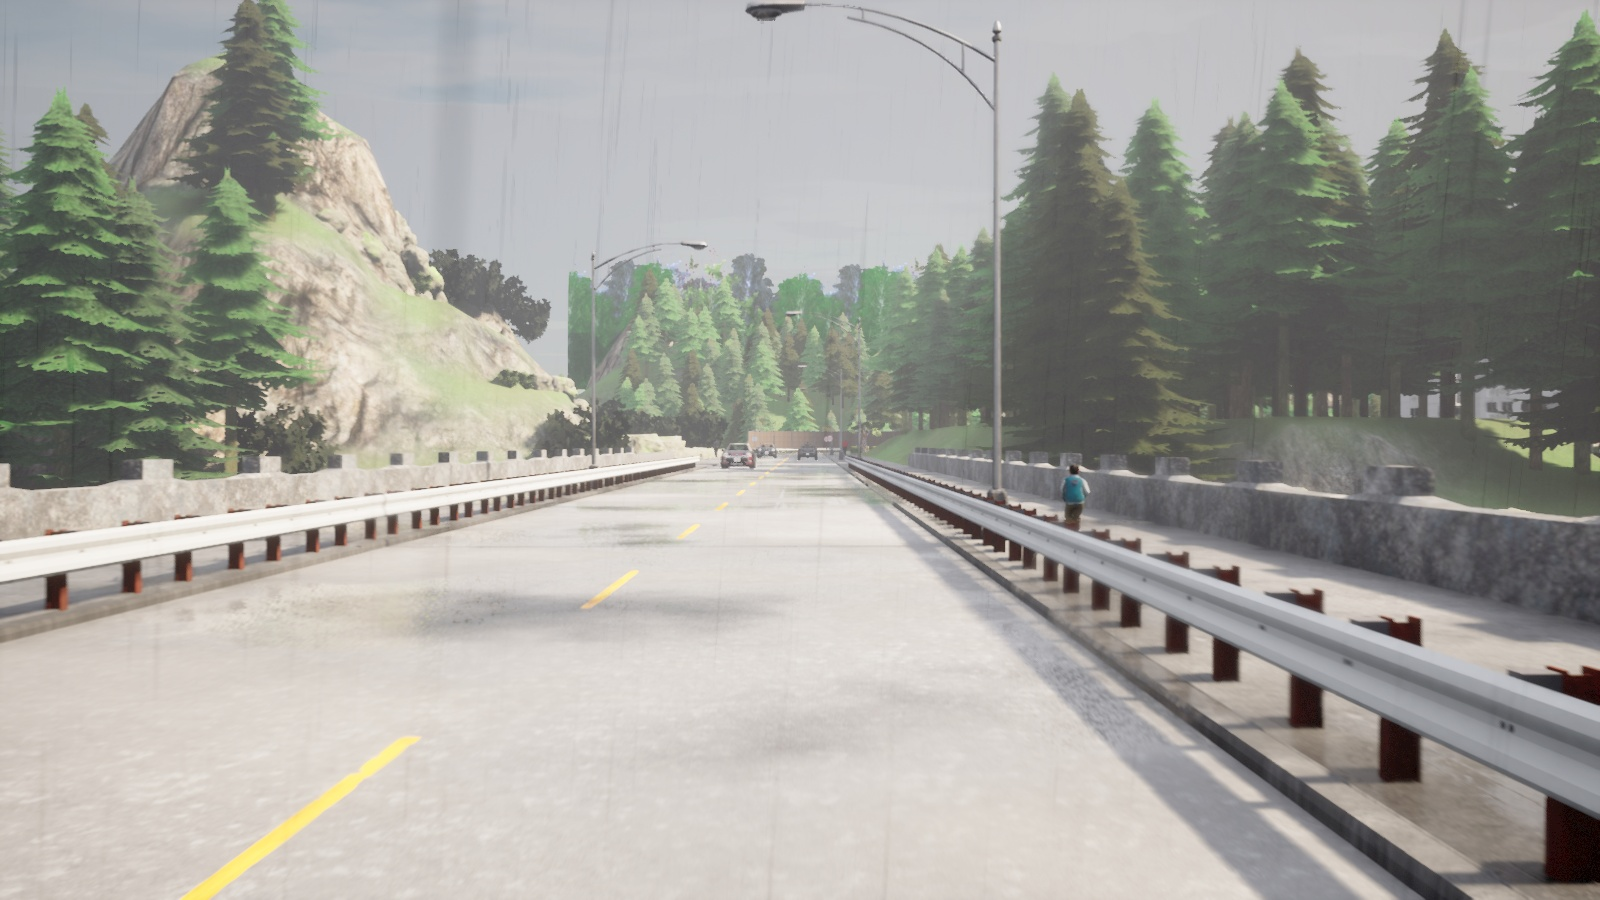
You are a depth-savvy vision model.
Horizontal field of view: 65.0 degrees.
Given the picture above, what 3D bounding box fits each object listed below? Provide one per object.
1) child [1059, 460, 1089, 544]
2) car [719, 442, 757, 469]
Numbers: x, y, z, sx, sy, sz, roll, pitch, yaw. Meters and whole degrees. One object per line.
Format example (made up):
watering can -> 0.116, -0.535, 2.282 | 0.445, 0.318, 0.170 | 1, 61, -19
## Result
child -> 3.920, 0.738, 17.986 | 0.343, 1.192, 0.448 | 0, 0, 1
car -> -3.555, 0.301, 72.329 | 1.970, 1.475, 3.806 | 0, 0, 0
